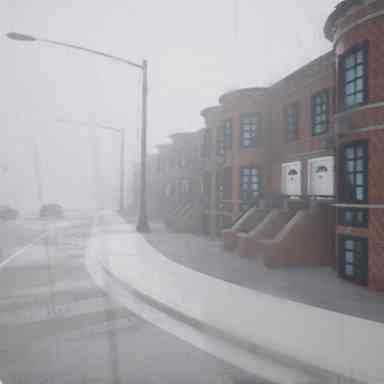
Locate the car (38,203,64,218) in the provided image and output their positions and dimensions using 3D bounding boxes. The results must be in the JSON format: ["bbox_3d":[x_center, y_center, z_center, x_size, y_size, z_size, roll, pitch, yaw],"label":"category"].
[{"bbox_3d":[-14.181,1.860,33.555,1.812,1.442,4.674,1,-1,-16],"label":"car"}]

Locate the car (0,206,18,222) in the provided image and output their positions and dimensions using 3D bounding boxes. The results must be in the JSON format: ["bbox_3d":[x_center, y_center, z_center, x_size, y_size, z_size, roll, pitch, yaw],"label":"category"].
[{"bbox_3d":[-16.438,1.834,28.600,1.895,1.301,4.718,1,-1,-16],"label":"car"}]
